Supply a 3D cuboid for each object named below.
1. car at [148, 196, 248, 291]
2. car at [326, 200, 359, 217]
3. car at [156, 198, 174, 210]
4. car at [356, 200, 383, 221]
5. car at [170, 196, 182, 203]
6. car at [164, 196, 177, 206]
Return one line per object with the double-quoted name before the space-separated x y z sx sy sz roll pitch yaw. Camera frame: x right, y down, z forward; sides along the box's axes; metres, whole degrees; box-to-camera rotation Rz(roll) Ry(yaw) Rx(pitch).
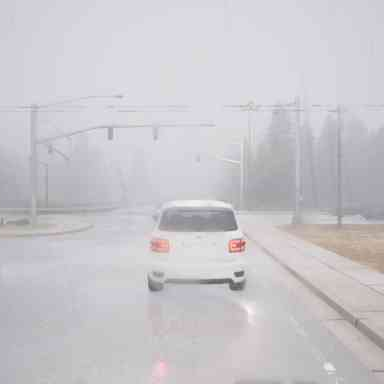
"car" 0.067 1.218 9.137 2.150 2.045 5.566 0 0 -2
"car" 14.898 1.518 30.544 4.902 1.511 2.128 0 0 1
"car" -3.593 1.547 44.990 2.033 1.411 5.357 0 0 0
"car" 16.053 1.591 26.815 4.181 1.385 1.994 0 0 1
"car" -3.352 1.511 69.189 2.128 1.511 4.902 0 0 1
"car" -3.566 1.504 55.187 1.837 1.490 4.892 0 0 0
